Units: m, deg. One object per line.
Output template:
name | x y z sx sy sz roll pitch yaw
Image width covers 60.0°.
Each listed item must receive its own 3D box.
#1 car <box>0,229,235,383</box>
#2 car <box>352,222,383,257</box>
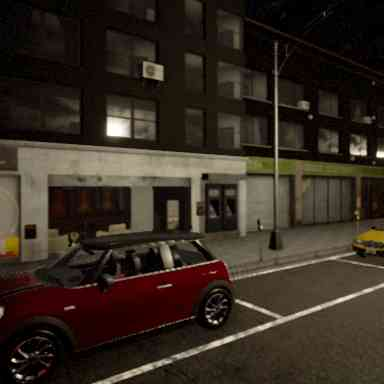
car | -1.334 1.429 5.234 4.097 1.590 1.967 0 0 -35
car | 7.351 1.447 11.408 4.829 1.417 1.752 0 0 -35
